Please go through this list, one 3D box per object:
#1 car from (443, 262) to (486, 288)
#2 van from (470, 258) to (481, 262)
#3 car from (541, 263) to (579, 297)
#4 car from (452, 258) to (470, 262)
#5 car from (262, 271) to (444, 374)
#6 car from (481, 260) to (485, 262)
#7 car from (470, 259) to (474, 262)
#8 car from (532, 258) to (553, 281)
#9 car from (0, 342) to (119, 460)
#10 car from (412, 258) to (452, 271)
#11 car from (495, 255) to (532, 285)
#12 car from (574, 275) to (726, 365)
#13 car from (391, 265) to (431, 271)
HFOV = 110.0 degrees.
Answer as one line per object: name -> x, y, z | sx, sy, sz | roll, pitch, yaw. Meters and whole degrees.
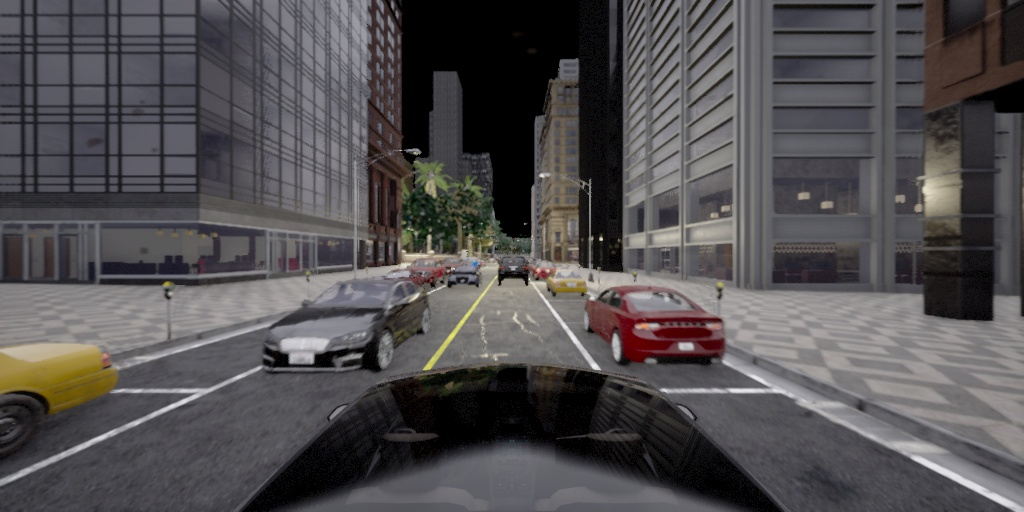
car -> -3.010, 1.318, 23.805 | 1.994, 1.385, 4.181 | 0, 0, 0
van -> -5.771, 1.113, 51.325 | 1.690, 1.789, 3.998 | 0, 0, 0
car -> 2.760, 1.278, 18.932 | 1.751, 1.417, 4.829 | 0, 0, 0
car -> -5.768, 1.075, 35.047 | 2.192, 1.841, 5.009 | 0, 0, 0
car -> -3.073, 1.243, 7.712 | 2.128, 1.511, 4.902 | 0, 0, 0
car -> -5.772, 1.215, 56.751 | 1.967, 1.591, 4.097 | 0, 0, 0
car -> -5.769, 1.309, 40.473 | 1.888, 1.381, 4.507 | 0, 0, 0
car -> 2.758, 1.197, 29.611 | 1.967, 1.591, 4.097 | 0, 0, 0
car -> -5.763, 1.275, 2.321 | 1.751, 1.417, 4.829 | 0, 0, 0
car -> -5.766, 1.069, 24.195 | 2.192, 1.841, 5.009 | 0, 0, 0
car -> 0.093, 0.975, 26.561 | 2.150, 2.045, 5.566 | 0, 0, 0
car -> 2.761, 1.295, 7.912 | 1.888, 1.381, 4.507 | 0, 0, 0
car -> -5.766, 1.334, 18.769 | 1.802, 1.307, 4.207 | 0, 0, 0
